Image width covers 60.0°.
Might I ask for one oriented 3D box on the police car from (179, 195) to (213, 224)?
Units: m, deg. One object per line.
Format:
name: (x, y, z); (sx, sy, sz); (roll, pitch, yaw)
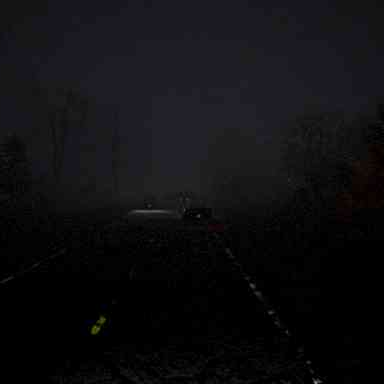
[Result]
police car: (0.301, 1.239, 23.019); (1.930, 1.638, 5.238); (0, 0, -3)

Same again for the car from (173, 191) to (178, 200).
car: (-0.748, 0.912, 38.981); (2.150, 2.045, 5.566); (0, 0, -5)

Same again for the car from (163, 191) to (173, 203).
car: (-3.407, 0.771, 57.007); (2.150, 2.045, 5.566); (0, 0, -7)

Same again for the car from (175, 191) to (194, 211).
car: (-0.288, 1.087, 32.910); (2.097, 1.767, 4.553); (0, 0, -4)

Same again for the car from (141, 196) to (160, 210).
car: (-4.692, 1.206, 37.819); (1.837, 1.490, 4.892); (0, 0, -5)
